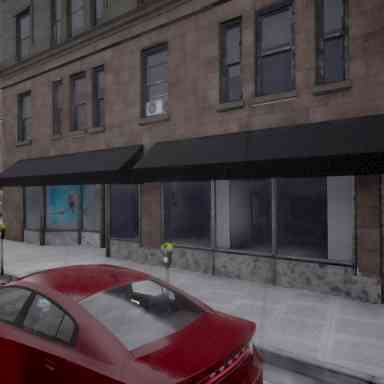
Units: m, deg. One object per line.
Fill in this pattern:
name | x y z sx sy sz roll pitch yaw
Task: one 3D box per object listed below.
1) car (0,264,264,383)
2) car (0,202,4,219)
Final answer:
car | -1.430 1.545 3.885 4.507 1.381 1.887 0 0 36
car | -16.294 1.615 29.796 2.033 1.411 5.357 -1 -1 35
